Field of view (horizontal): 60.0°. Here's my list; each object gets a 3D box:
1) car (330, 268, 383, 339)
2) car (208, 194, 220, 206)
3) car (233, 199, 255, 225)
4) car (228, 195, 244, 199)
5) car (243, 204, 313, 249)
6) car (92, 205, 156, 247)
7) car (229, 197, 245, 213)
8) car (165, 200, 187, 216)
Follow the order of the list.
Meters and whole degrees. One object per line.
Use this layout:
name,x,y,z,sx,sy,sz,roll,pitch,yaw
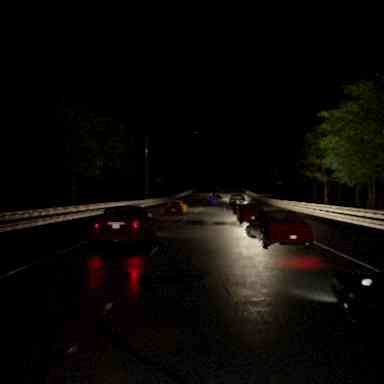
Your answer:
car,3.535,1.559,3.958,2.033,1.411,5.357,0,0,1
car,3.685,1.567,57.136,1.882,1.535,5.008,0,1,5
car,4.451,1.590,25.468,1.882,1.535,5.008,0,0,4
car,6.371,1.397,47.191,2.150,2.045,5.566,0,0,5
car,3.791,1.540,14.971,1.882,1.535,5.008,0,0,0
car,-2.978,1.412,15.507,2.097,1.767,4.553,0,0,2
car,5.339,1.656,36.217,2.128,1.511,4.902,0,0,5
car,-1.640,1.631,35.355,1.882,1.535,5.008,0,0,5
